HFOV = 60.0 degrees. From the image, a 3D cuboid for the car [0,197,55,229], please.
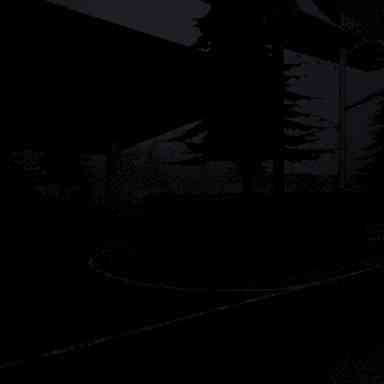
[{"bbox_3d":[-11.886,1.313,23.526,3.866,1.878,1.905,0,0,-36],"label":"car"}]
